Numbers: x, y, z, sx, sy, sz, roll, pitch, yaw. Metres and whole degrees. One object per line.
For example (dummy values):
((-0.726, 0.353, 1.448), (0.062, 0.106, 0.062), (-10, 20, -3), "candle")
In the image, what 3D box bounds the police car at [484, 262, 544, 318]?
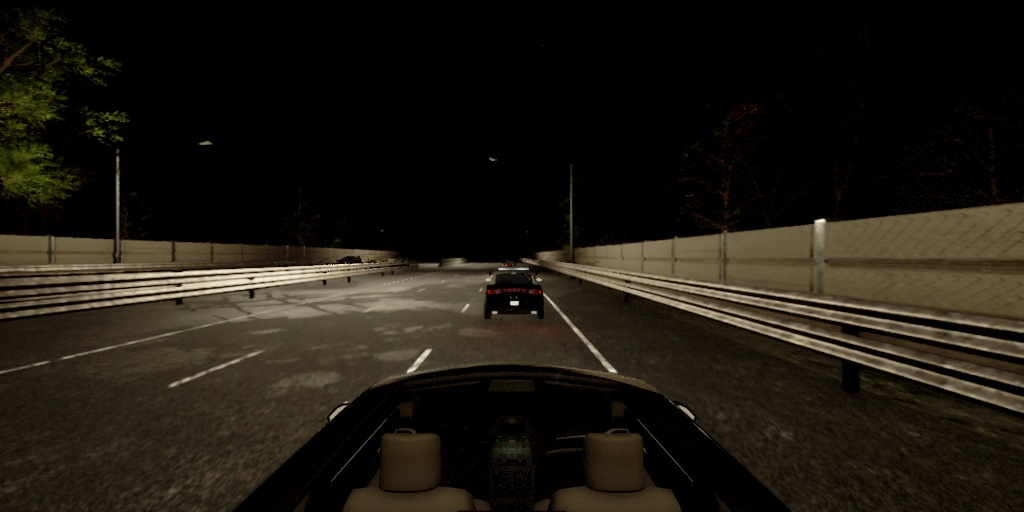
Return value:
((0.061, 1.177, 13.074), (1.930, 1.638, 5.238), (0, 0, 0), "police car")

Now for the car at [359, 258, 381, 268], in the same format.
((-21.689, 1.327, 55.987), (1.994, 1.385, 4.181), (0, 0, -1), "car")

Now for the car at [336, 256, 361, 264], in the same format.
((-25.175, 0.984, 55.779), (2.150, 2.045, 5.566), (0, 0, -1), "car")

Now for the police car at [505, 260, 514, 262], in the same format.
((-0.301, 1.265, 43.947), (2.038, 1.542, 4.974), (0, 0, -1), "police car")

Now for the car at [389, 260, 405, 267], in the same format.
((-18.208, 1.365, 57.078), (1.895, 1.301, 4.718), (0, 0, -1), "car")
